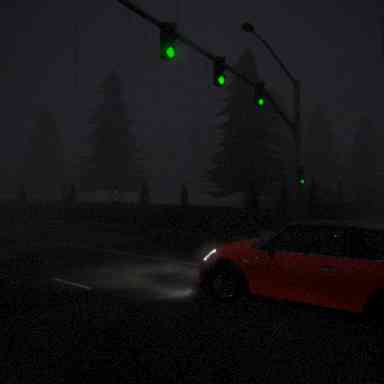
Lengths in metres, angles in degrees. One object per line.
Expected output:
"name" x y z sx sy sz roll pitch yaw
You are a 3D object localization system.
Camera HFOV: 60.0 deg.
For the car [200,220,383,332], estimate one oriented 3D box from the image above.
"car" 2.373 1.348 6.599 4.553 1.767 2.097 0 0 36
